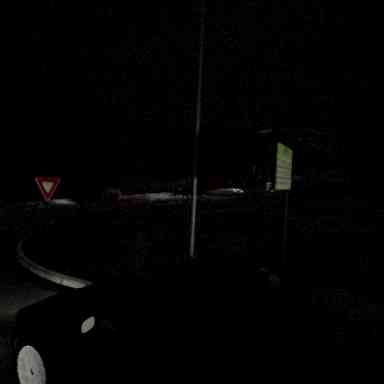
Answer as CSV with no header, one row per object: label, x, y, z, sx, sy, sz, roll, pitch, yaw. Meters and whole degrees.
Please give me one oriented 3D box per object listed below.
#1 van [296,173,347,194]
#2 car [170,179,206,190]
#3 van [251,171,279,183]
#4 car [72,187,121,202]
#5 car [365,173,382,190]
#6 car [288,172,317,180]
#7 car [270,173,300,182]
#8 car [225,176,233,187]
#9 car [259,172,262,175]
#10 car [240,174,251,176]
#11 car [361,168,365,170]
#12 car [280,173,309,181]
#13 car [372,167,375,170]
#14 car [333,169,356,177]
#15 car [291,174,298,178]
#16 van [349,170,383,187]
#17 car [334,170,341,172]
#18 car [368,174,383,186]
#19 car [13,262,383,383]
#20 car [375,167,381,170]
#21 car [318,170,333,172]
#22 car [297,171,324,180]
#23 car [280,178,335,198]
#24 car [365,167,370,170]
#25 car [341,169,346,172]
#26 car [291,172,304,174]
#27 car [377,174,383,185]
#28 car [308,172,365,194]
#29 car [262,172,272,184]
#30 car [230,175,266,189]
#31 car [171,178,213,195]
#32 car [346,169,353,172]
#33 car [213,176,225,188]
van,14.175,-0.684,36.438,4.442,1.987,1.878,3,6,31
car,-0.537,-1.095,46.453,4.674,1.452,2.002,1,5,29
van,12.761,-2.567,57.973,4.442,1.987,1.878,1,5,29
car,-9.193,0.128,32.411,4.674,1.442,1.812,-2,5,-39
car,21.061,-1.190,42.134,4.553,1.767,2.185,3,6,31
car,21.792,-3.138,65.530,5.008,1.535,2.097,1,5,30
car,17.325,-2.740,61.738,5.008,1.535,2.097,1,5,30
car,3.952,-1.661,50.256,4.553,1.767,2.185,1,5,29
car,8.422,-2.063,54.085,4.553,1.767,2.185,1,5,29
car,6.138,-1.709,52.214,4.792,1.488,2.163,1,5,29
car,37.477,-4.490,78.728,5.008,1.535,2.097,1,5,30
car,19.589,-2.908,63.616,4.792,1.488,2.163,1,5,30
car,41.804,-4.840,82.586,5.366,1.575,1.946,1,5,30
car,35.248,-4.433,76.821,4.553,1.767,2.185,1,5,30
car,15.381,-1.129,43.573,1.882,1.535,5.008,-4,6,-31
van,23.526,-1.483,43.925,4.442,1.987,1.878,3,6,31
car,28.510,-3.734,71.191,5.008,1.535,2.097,1,5,30
car,28.097,-1.664,47.763,4.892,1.521,2.231,3,7,31
car,0.160,1.483,3.298,5.008,1.535,1.882,0,0,36
car,44.179,-5.244,84.365,5.566,2.045,2.435,1,5,30
car,21.594,-2.489,56.941,4.553,1.767,2.097,-5,6,-40
car,24.035,-3.335,67.412,4.892,1.521,2.231,1,5,30
car,11.737,-0.265,34.653,5.008,1.535,2.097,3,6,31
car,39.712,-4.664,80.618,5.008,1.535,2.097,1,4,30
car,30.767,-4.055,73.054,4.553,1.767,2.185,1,5,30
car,16.581,-1.913,52.992,4.674,1.442,1.812,-4,6,-36
car,30.445,-1.837,49.656,4.792,1.488,2.163,3,6,30
car,16.383,-0.914,38.374,5.566,2.045,2.435,3,7,31
car,10.632,-2.140,56.032,5.008,1.535,2.097,1,5,29
car,7.943,-1.197,46.744,4.181,1.385,1.994,-5,6,-38
car,-0.228,-0.568,39.979,5.008,1.535,1.882,-5,6,-40
car,32.988,-4.084,74.977,4.674,1.452,2.002,1,5,30
car,1.723,-1.306,48.357,4.792,1.488,2.163,1,5,29
